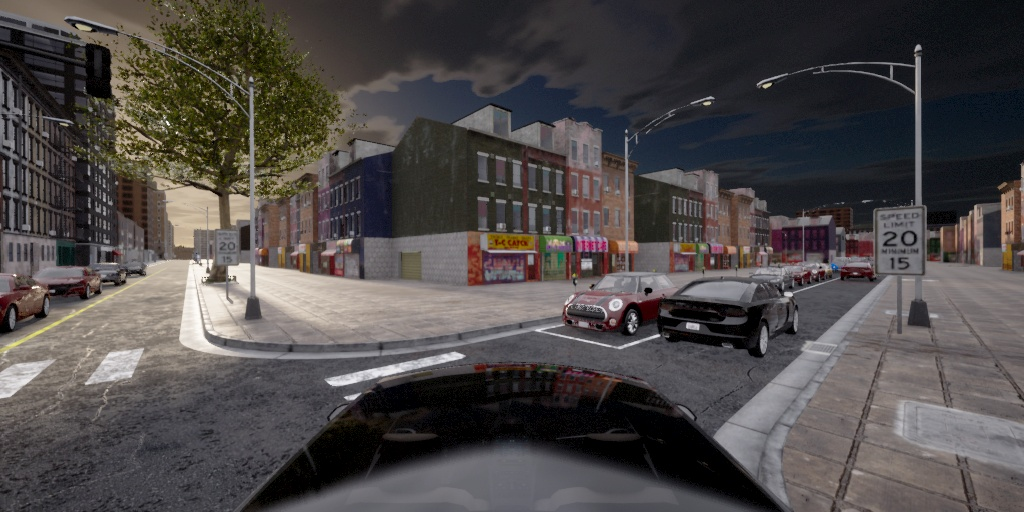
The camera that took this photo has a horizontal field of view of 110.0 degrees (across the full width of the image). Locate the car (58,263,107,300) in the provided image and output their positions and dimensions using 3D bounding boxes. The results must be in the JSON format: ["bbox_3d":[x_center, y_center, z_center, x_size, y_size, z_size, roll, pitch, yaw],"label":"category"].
[{"bbox_3d":[-21.258,1.226,17.079,1.882,1.535,5.008,0,0,-42],"label":"car"}]

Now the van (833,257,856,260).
[{"bbox_3d":[39.613,1.070,43.075,3.998,1.789,1.690,0,0,-42],"label":"van"}]

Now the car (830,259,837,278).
[{"bbox_3d":[27.375,1.258,32.051,4.829,1.417,1.751,0,0,-42],"label":"car"}]

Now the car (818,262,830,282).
[{"bbox_3d":[23.464,1.175,28.527,4.097,1.591,1.967,0,0,-42],"label":"car"}]

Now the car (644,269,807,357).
[{"bbox_3d":[5.390,1.228,8.698,5.008,1.535,1.882,0,0,-42],"label":"car"}]

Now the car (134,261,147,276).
[{"bbox_3d":[-37.894,1.292,35.787,1.837,1.490,4.892,0,0,-42],"label":"car"}]

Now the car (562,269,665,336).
[{"bbox_3d":[3.277,1.194,10.344,4.097,1.591,1.967,0,0,-42],"label":"car"}]

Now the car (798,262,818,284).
[{"bbox_3d":[19.426,1.283,24.891,4.507,1.381,1.888,0,0,-42],"label":"car"}]

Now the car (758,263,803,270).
[{"bbox_3d":[15.389,1.292,21.254,4.403,1.370,2.007,0,0,-42],"label":"car"}]

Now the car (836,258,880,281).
[{"bbox_3d":[28.474,1.207,29.420,5.008,1.535,1.882,0,0,-41],"label":"car"}]

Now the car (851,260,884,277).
[{"bbox_3d":[35.987,1.218,36.251,4.902,1.511,2.128,0,0,-42],"label":"car"}]

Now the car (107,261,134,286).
[{"bbox_3d":[-27.948,1.234,24.557,2.128,1.511,4.902,0,0,-42],"label":"car"}]

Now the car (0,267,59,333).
[{"bbox_3d":[-14.921,1.235,10.016,1.882,1.535,5.008,0,0,-42],"label":"car"}]
